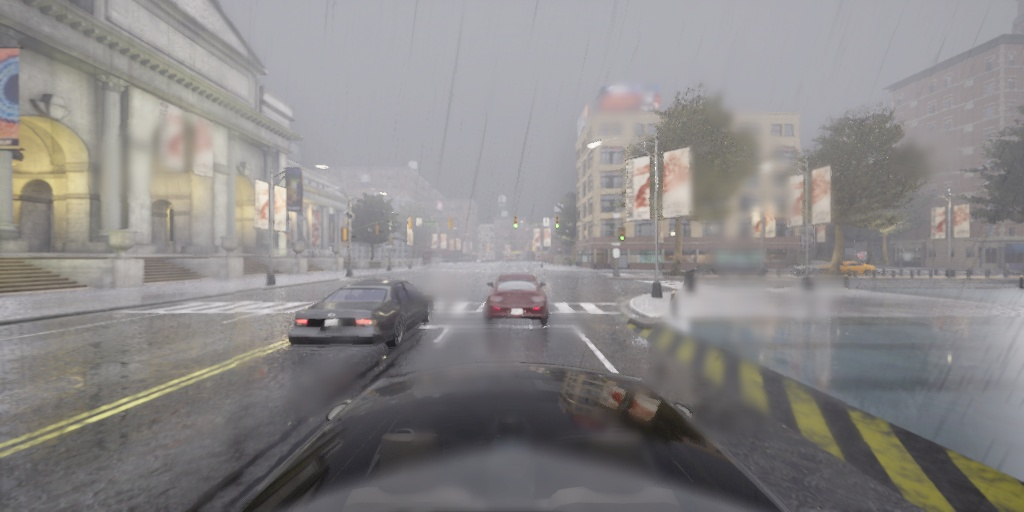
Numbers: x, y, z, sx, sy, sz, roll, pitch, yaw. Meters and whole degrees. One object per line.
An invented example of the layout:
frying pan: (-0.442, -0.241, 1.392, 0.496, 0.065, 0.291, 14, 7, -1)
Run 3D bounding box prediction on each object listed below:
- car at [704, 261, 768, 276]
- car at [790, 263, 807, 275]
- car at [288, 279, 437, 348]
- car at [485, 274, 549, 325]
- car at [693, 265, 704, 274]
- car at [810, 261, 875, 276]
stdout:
car: (23.377, 1.377, 37.116, 5.357, 1.411, 2.033, 0, 0, 0)
car: (34.146, 1.367, 40.566, 4.674, 1.442, 1.812, -1, 0, 1)
car: (-3.368, 1.312, 9.259, 2.033, 1.411, 5.357, 0, 0, 0)
car: (0.147, 1.296, 11.757, 1.812, 1.442, 4.674, 0, 0, 0)
car: (23.130, 1.328, 40.606, 4.902, 1.511, 2.128, 0, 0, 0)
car: (34.399, 1.311, 37.065, 5.008, 1.535, 1.882, -1, 0, 0)
